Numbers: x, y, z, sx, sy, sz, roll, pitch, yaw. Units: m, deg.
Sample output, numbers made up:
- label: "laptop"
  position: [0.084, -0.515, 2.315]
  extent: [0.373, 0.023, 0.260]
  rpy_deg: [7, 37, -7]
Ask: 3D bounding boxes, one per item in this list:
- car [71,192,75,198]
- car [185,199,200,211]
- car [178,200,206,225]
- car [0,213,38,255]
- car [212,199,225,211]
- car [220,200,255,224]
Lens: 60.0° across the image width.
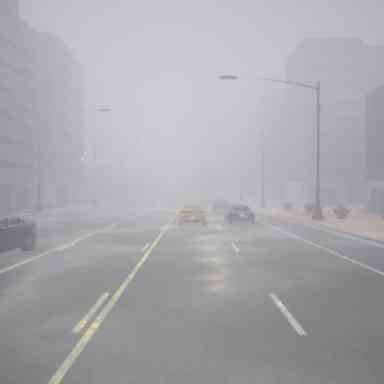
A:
- label: "car"
  position: [-25.983, 0.666, 69.803]
  extent: [1.970, 1.475, 3.806]
  rpy_deg: [0, 2, 0]
- label: "car"
  position: [0.081, 1.643, 42.865]
  extent: [1.895, 1.301, 4.718]
  rpy_deg: [0, 0, 0]
- label: "car"
  position: [0.033, 1.507, 24.420]
  extent: [1.882, 1.535, 5.008]
  rpy_deg: [0, 0, 0]
- label: "car"
  position: [-7.033, 1.508, 11.239]
  extent: [2.128, 1.511, 4.902]
  rpy_deg: [0, 0, 1]
- label: "car"
  position: [3.578, 1.591, 42.172]
  extent: [2.033, 1.411, 5.357]
  rpy_deg: [0, 0, 0]
- label: "car"
  position: [3.540, 1.594, 25.267]
  extent: [1.994, 1.385, 4.181]
  rpy_deg: [0, 0, 0]
